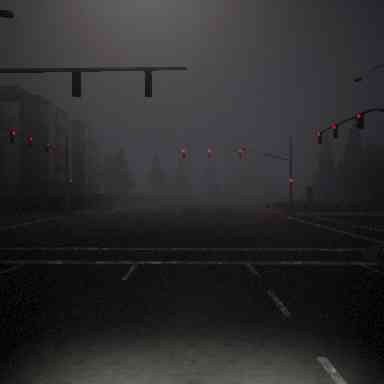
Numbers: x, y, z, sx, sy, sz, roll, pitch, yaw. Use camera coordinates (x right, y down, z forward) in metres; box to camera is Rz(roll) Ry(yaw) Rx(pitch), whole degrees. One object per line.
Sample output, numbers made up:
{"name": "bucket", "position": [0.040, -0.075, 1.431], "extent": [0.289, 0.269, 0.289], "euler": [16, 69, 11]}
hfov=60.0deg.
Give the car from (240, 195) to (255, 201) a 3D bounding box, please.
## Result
{"name": "car", "position": [14.118, 1.546, 85.020], "extent": [4.181, 1.385, 1.994], "euler": [0, 0, -39]}
